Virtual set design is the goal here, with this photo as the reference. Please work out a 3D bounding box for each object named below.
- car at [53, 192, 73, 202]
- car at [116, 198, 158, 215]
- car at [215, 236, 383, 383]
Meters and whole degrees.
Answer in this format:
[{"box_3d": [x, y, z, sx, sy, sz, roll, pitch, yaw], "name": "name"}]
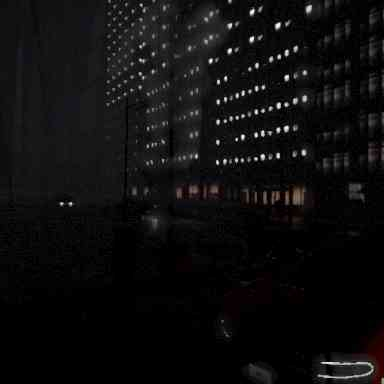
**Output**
[{"box_3d": [-19.114, 0.763, 49.114, 2.033, 1.411, 5.357, 1, 0, -35], "name": "car"}, {"box_3d": [-4.760, 1.221, 28.327, 1.895, 1.301, 4.718, 1, 0, -35], "name": "car"}, {"box_3d": [2.440, 1.504, 4.980, 5.008, 1.535, 1.882, 0, 1, -45], "name": "car"}]
